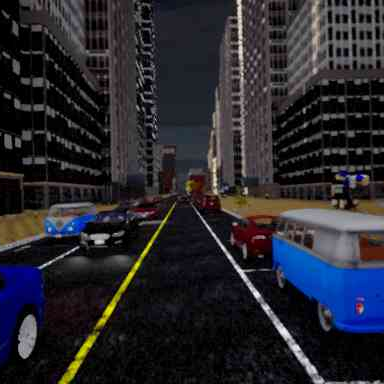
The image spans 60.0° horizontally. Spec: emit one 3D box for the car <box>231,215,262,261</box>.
[{"bbox_3d":[2.461,1.465,11.809,1.887,1.381,4.507,-1,0,-2],"label":"car"}]

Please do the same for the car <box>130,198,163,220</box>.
[{"bbox_3d":[-3.789,1.575,28.226,1.812,1.442,4.674,-1,0,-1],"label":"car"}]

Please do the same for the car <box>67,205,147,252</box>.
[{"bbox_3d":[-3.434,1.554,14.535,2.128,1.511,4.902,-1,0,-2],"label":"car"}]

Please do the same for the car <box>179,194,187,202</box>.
[{"bbox_3d":[-2.029,1.442,75.406,2.128,1.511,4.902,-1,0,-2],"label":"car"}]

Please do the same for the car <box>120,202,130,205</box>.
[{"bbox_3d":[-6.554,1.674,33.721,1.947,1.339,4.313,-1,0,-2],"label":"car"}]

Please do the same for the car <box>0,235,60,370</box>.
[{"bbox_3d":[-3.115,1.550,3.038,1.882,1.535,5.008,-1,0,-2],"label":"car"}]

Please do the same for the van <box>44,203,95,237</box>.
[{"bbox_3d":[-6.095,1.465,17.109,1.690,1.788,3.998,-1,0,-2],"label":"van"}]

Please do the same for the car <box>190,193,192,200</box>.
[{"bbox_3d":[1.199,1.192,56.103,2.192,1.841,5.009,-1,0,-2],"label":"car"}]

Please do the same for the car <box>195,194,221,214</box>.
[{"bbox_3d":[1.816,1.215,33.954,2.192,1.841,5.009,-1,0,-2],"label":"car"}]

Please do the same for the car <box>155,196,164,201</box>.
[{"bbox_3d":[-7.633,1.650,72.481,1.802,1.307,4.206,-1,0,-2],"label":"car"}]

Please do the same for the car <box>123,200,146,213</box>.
[{"bbox_3d":[-6.708,1.654,39.257,2.008,1.369,4.403,-1,0,-2],"label":"car"}]

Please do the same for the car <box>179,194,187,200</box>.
[{"bbox_3d":[-2.322,1.334,85.825,2.033,1.411,5.357,-1,0,-2],"label":"car"}]

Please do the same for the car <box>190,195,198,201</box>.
[{"bbox_3d":[0.432,1.413,83.789,1.947,1.339,4.313,-1,0,-2],"label":"car"}]

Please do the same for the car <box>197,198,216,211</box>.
[{"bbox_3d":[1.666,1.439,39.491,1.887,1.381,4.507,-1,0,-2],"label":"car"}]

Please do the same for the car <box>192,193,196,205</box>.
[{"bbox_3d":[1.507,1.204,45.029,2.192,1.841,5.009,-1,0,-2],"label":"car"}]

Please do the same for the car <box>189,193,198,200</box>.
[{"bbox_3d":[0.273,1.156,89.326,2.192,1.841,5.009,-1,0,-2],"label":"car"}]

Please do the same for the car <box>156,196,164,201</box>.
[{"bbox_3d":[-7.942,1.637,83.556,1.802,1.307,4.206,-1,0,-2],"label":"car"}]

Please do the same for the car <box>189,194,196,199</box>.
[{"bbox_3d":[0.120,1.275,94.863,1.967,1.590,4.097,-1,0,-2],"label":"car"}]

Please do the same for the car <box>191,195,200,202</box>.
[{"bbox_3d":[0.735,1.385,72.885,1.752,1.417,4.829,-1,0,-2],"label":"car"}]

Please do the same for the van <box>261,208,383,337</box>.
[{"bbox_3d":[2.701,1.264,6.276,1.690,1.788,3.998,-1,0,-2],"label":"van"}]
